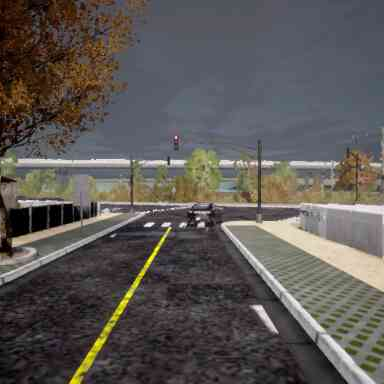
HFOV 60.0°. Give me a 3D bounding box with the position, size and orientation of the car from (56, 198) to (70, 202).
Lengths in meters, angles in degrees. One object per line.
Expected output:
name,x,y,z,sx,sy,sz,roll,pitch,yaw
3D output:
car,-21.662,1.692,53.972,5.008,1.535,1.882,0,2,36

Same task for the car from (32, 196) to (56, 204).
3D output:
car,-30.525,1.625,68.548,4.902,1.511,2.128,-1,2,36

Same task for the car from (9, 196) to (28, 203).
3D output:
car,-38.963,1.585,74.674,4.892,1.490,1.837,-1,2,36

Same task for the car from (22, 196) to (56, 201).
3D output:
car,-23.672,1.803,51.411,5.008,1.535,1.882,-1,2,36

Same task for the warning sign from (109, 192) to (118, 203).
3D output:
warning sign,-14.246,0.995,60.260,1.060,1.860,1.300,2,1,36

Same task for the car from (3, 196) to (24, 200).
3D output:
car,-34.899,1.684,63.689,4.553,1.767,2.097,-1,2,36

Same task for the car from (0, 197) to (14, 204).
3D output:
car,-40.871,1.734,72.047,5.357,1.411,2.033,-1,2,36

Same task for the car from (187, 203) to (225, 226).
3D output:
car,1.061,1.488,23.399,2.128,1.511,4.902,0,0,16

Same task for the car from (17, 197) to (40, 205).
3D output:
car,-32.437,1.740,65.925,4.902,1.511,2.128,-1,2,36
